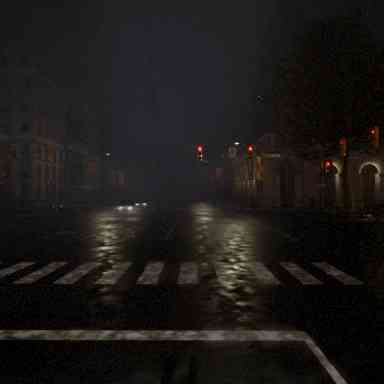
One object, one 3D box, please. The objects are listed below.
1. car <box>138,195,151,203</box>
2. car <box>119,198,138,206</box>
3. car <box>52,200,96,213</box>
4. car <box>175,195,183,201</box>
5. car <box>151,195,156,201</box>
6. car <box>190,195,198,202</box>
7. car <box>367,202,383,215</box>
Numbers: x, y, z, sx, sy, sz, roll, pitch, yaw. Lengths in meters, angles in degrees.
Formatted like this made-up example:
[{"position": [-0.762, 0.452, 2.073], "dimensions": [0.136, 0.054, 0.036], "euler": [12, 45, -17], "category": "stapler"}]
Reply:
[{"position": [-10.222, 1.600, 68.692], "dimensions": [1.895, 1.301, 4.718], "euler": [0, 0, 1], "category": "car"}, {"position": [-10.433, 1.601, 53.801], "dimensions": [1.895, 1.301, 4.718], "euler": [0, 0, 0], "category": "car"}, {"position": [-13.196, 1.601, 37.379], "dimensions": [1.895, 1.301, 4.718], "euler": [0, 0, 34], "category": "car"}, {"position": [-3.087, 1.449, 78.631], "dimensions": [2.128, 1.511, 4.902], "euler": [0, 0, 1], "category": "car"}, {"position": [-10.038, 1.473, 82.348], "dimensions": [1.882, 1.535, 5.008], "euler": [0, 0, 1], "category": "car"}, {"position": [0.412, 1.450, 78.586], "dimensions": [2.128, 1.511, 4.902], "euler": [0, 0, 1], "category": "car"}, {"position": [19.573, 1.564, 32.742], "dimensions": [4.181, 1.385, 1.994], "euler": [0, 0, 0], "category": "car"}]
